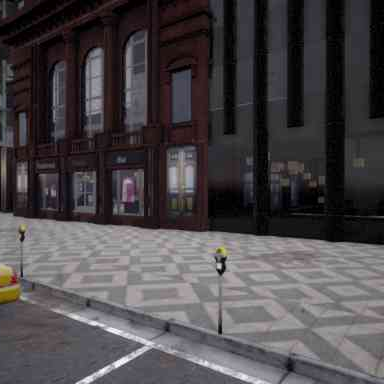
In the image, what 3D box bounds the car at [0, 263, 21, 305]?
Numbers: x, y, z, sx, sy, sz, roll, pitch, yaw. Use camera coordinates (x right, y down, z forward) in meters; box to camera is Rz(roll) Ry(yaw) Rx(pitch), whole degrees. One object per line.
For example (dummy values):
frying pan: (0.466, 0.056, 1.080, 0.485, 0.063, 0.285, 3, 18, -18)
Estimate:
car: (-5.372, 1.525, 6.788, 4.829, 1.417, 1.752, 0, 0, 35)
